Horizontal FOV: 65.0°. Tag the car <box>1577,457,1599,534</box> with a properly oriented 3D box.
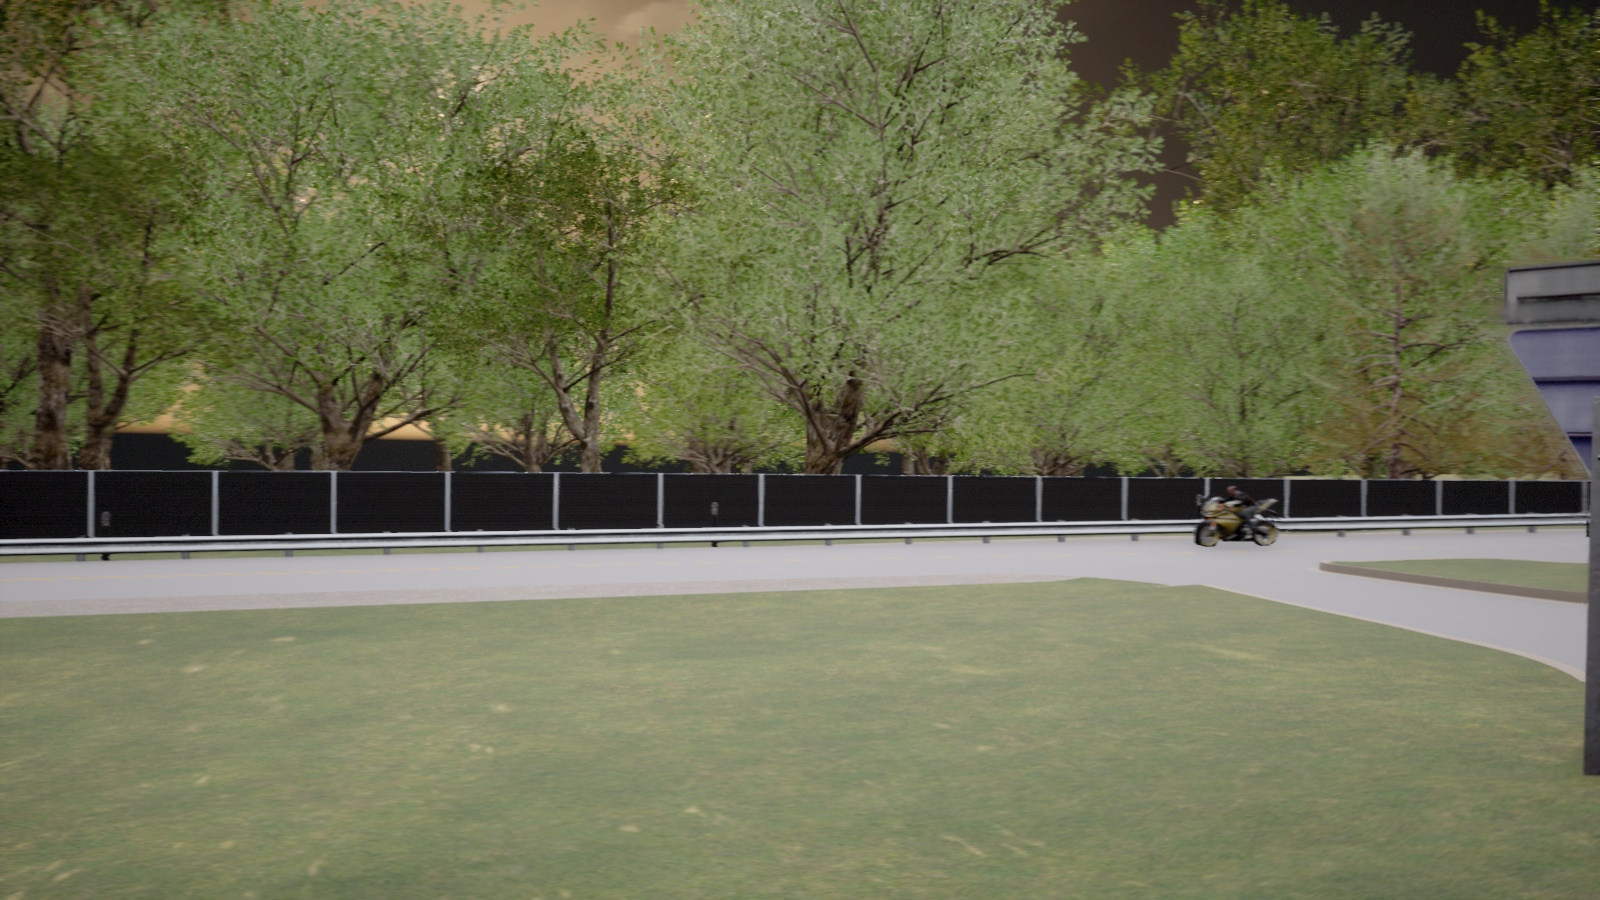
[{"bbox_3d":[21.015,1.022,29.483,4.553,1.767,2.097,-1,1,-13],"label":"car"}]

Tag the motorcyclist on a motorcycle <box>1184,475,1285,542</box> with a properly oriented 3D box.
[{"bbox_3d":[10.554,1.410,30.531,2.191,1.530,0.866,-1,0,-14],"label":"motorcyclist on a motorcycle"}]
